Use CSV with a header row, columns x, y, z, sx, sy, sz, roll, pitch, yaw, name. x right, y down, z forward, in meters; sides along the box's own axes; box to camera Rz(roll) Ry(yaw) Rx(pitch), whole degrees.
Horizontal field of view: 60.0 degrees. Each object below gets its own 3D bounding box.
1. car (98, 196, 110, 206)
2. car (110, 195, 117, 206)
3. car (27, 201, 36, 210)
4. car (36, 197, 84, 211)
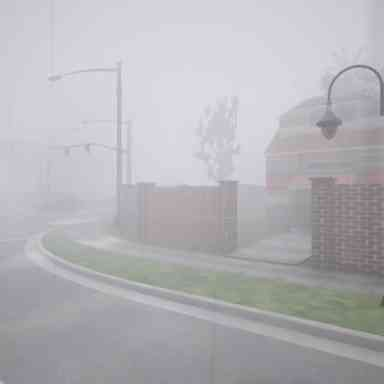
x,y,z,sx,sy,sz,roll,pitch,yaw,name
-11.590,1.250,48.945,1.837,1.490,4.892,0,0,37,car
-8.775,1.269,46.867,1.812,1.442,4.674,0,1,37,car
-17.720,1.393,40.829,1.812,1.442,4.674,0,1,37,car
-14.990,1.370,38.642,1.837,1.490,4.892,0,1,36,car
